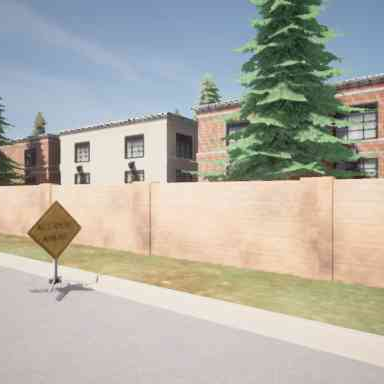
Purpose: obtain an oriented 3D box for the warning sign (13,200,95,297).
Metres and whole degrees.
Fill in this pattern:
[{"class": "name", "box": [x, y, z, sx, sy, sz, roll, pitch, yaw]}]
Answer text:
[{"class": "warning sign", "box": [-3.003, 1.114, 7.301, 1.060, 1.860, 1.300, 0, 0, 36]}]
